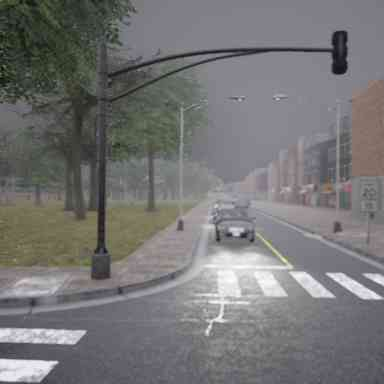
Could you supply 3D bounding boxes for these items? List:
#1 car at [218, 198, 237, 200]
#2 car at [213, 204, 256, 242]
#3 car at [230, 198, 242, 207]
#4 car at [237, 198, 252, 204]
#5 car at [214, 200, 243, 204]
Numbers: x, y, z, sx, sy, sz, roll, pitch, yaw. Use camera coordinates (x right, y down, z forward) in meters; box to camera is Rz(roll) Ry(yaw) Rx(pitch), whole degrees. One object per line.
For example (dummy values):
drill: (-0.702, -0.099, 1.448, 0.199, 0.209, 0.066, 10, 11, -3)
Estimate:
car: (3.453, 1.530, 36.305, 2.097, 1.767, 4.553, 0, 0, 4)
car: (2.155, 1.624, 17.328, 2.128, 1.511, 4.902, 0, 0, 4)
car: (8.062, 1.893, 60.907, 1.812, 1.442, 4.674, 0, 0, 4)
car: (7.231, 1.834, 48.656, 1.994, 1.385, 4.181, 0, 0, 4)
car: (2.776, 1.672, 26.472, 1.812, 1.442, 4.674, 0, 0, 4)
